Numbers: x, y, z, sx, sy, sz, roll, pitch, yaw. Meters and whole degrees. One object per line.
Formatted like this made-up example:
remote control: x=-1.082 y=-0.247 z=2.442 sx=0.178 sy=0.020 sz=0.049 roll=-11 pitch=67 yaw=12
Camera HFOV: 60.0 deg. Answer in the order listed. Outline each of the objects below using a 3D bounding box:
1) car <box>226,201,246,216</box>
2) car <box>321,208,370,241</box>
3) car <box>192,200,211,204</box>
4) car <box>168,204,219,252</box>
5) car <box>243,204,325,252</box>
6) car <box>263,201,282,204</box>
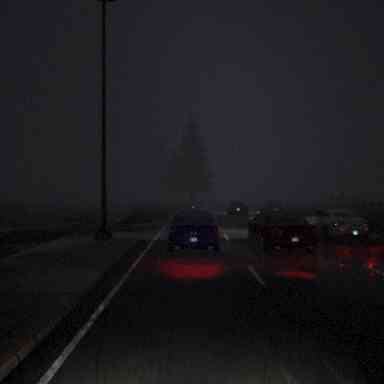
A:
car: x=4.357 y=1.565 z=32.170 sx=1.994 sy=1.385 sz=4.181 roll=0 pitch=0 yaw=4
car: x=7.072 y=1.526 z=16.672 sx=1.812 sy=1.442 sz=4.674 roll=0 pitch=0 yaw=1
car: x=0.893 y=1.527 z=32.731 sx=1.812 sy=1.442 sz=4.674 roll=0 pitch=0 yaw=5
car: x=0.066 y=1.478 z=13.944 sx=1.882 sy=1.535 sz=5.008 roll=0 pitch=0 yaw=0
car: x=3.565 y=1.478 z=13.947 sx=1.882 sy=1.535 sz=5.008 roll=0 pitch=0 yaw=0
car: x=7.877 y=1.565 z=32.255 sx=1.994 sy=1.385 sz=4.181 roll=0 pitch=0 yaw=5
